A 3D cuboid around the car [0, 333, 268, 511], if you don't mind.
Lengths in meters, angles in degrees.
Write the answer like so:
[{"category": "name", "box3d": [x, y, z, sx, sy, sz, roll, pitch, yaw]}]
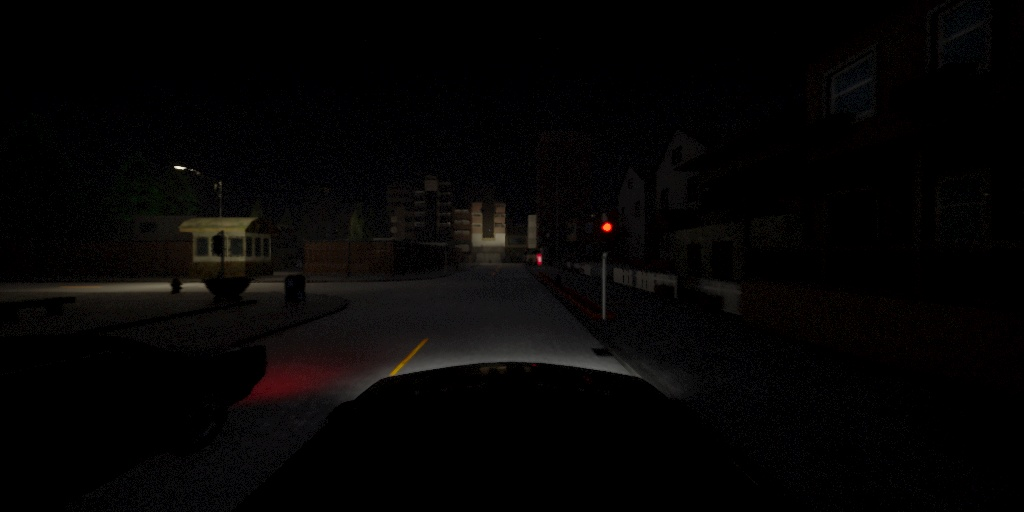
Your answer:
[{"category": "car", "box3d": [-4.079, 1.349, 2.352, 1.895, 1.301, 4.718, 0, 0, 0]}]
